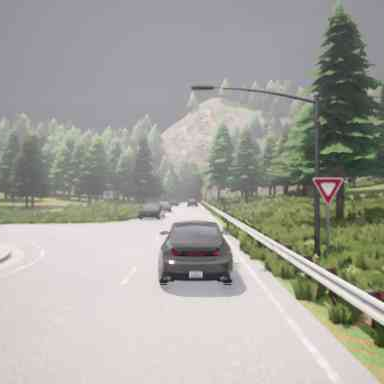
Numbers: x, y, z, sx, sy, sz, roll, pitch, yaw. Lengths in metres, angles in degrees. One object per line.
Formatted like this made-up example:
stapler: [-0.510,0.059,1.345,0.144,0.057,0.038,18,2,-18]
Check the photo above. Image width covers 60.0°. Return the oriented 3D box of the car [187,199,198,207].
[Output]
car: [0.104,2.073,63.672,1.812,1.442,4.674,0,-1,0]

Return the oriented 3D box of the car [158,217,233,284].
car: [0.091,1.591,9.791,1.837,1.490,4.892,0,0,0]

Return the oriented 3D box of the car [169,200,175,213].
car: [-3.586,1.894,42.744,1.812,1.442,4.674,0,-1,0]

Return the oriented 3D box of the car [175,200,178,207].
car: [-3.556,2.098,61.994,1.994,1.385,4.181,0,-1,0]

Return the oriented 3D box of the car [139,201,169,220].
car: [-3.706,1.749,31.426,1.882,1.535,5.008,0,0,3]
